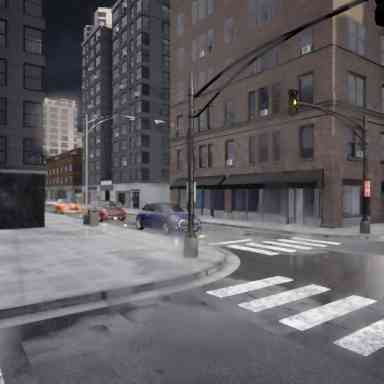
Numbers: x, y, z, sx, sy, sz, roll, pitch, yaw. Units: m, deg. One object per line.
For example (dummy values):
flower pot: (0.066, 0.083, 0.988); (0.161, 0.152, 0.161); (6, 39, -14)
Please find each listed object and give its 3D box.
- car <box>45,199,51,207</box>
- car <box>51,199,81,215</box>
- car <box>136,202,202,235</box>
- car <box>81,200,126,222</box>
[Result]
car: (-24.448, 1.860, 56.773); (1.895, 1.301, 4.718); (0, 0, -35)
car: (-13.691, 1.512, 36.719); (2.097, 1.767, 4.553); (0, 0, -34)
car: (-1.447, 1.420, 19.504); (2.097, 1.767, 4.553); (0, 0, -38)
car: (-7.217, 1.464, 27.588); (2.097, 1.767, 4.553); (0, 0, -35)
